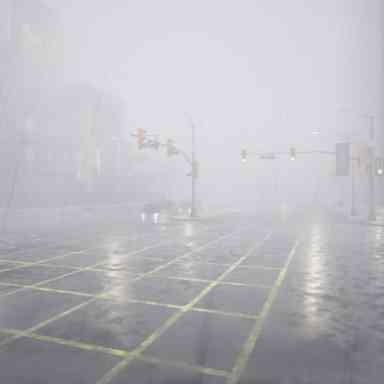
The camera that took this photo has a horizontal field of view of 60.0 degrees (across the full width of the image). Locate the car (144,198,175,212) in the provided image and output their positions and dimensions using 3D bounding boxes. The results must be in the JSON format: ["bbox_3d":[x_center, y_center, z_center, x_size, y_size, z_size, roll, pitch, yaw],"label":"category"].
[{"bbox_3d":[-3.742,1.477,38.947,1.882,1.535,5.008,0,0,23],"label":"car"}]

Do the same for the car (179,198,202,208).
[{"bbox_3d":[-0.155,1.601,48.511,1.895,1.301,4.718,0,0,21],"label":"car"}]
